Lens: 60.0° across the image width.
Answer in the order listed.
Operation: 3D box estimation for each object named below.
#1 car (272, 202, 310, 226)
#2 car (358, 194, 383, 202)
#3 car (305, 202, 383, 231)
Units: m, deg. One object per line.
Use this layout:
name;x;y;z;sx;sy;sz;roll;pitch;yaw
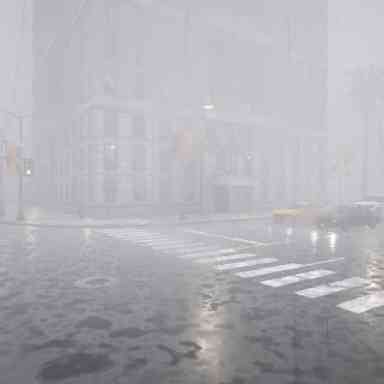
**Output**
car;7.880;1.477;23.822;5.008;1.535;1.882;0;0;-34
car;16.333;1.221;29.492;5.566;2.045;2.150;0;0;-34
car;9.823;1.547;20.915;5.357;1.411;2.033;0;0;-34
